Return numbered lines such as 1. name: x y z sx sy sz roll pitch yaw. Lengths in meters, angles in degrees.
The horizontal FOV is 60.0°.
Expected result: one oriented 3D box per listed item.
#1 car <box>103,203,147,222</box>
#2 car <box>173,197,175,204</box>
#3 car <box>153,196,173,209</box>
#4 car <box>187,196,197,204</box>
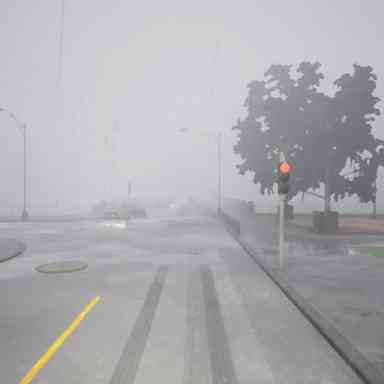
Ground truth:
1. car: -5.146 1.554 26.142 1.994 1.385 4.181 0 0 18
2. car: -4.059 1.466 59.879 2.128 1.511 4.902 0 0 0
3. car: -4.085 1.529 44.700 2.033 1.411 5.357 0 0 0
4. car: 0.016 1.522 61.723 2.033 1.411 5.357 0 0 0
